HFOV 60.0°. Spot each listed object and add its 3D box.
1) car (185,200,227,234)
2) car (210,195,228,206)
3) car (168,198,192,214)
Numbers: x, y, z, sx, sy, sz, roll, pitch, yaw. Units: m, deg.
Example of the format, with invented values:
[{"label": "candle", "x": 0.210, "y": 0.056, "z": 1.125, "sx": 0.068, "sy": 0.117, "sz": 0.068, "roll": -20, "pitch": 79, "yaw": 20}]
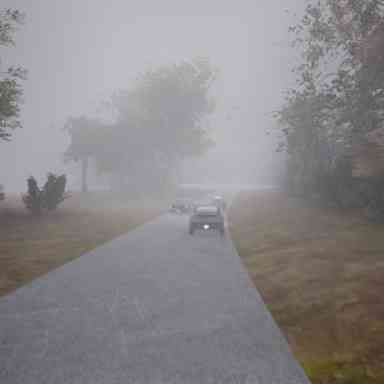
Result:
[{"label": "car", "x": 0.895, "y": 1.458, "z": 19.118, "sx": 1.837, "sy": 1.490, "sz": 4.892, "roll": 0, "pitch": 1, "yaw": 4}, {"label": "car", "x": 2.925, "y": 1.006, "z": 37.319, "sx": 1.812, "sy": 1.442, "sz": 4.674, "roll": 1, "pitch": 2, "yaw": 8}, {"label": "car", "x": -0.907, "y": 1.280, "z": 30.878, "sx": 1.895, "sy": 1.301, "sz": 4.718, "roll": 1, "pitch": 2, "yaw": 7}]
